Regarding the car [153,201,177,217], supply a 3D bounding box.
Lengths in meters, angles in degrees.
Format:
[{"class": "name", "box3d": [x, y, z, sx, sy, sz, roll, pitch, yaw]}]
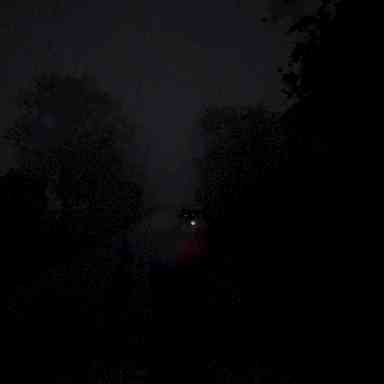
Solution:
[{"class": "car", "box3d": [-2.938, 1.840, 34.665, 1.994, 1.385, 4.181, 0, -1, 0]}]

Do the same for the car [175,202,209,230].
[{"class": "car", "box3d": [0.062, 1.612, 22.118, 1.837, 1.490, 4.892, 0, -1, 0]}]

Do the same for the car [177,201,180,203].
[{"class": "car", "box3d": [-3.176, 2.797, 76.256, 1.882, 1.535, 5.008, 0, -2, -1]}]
